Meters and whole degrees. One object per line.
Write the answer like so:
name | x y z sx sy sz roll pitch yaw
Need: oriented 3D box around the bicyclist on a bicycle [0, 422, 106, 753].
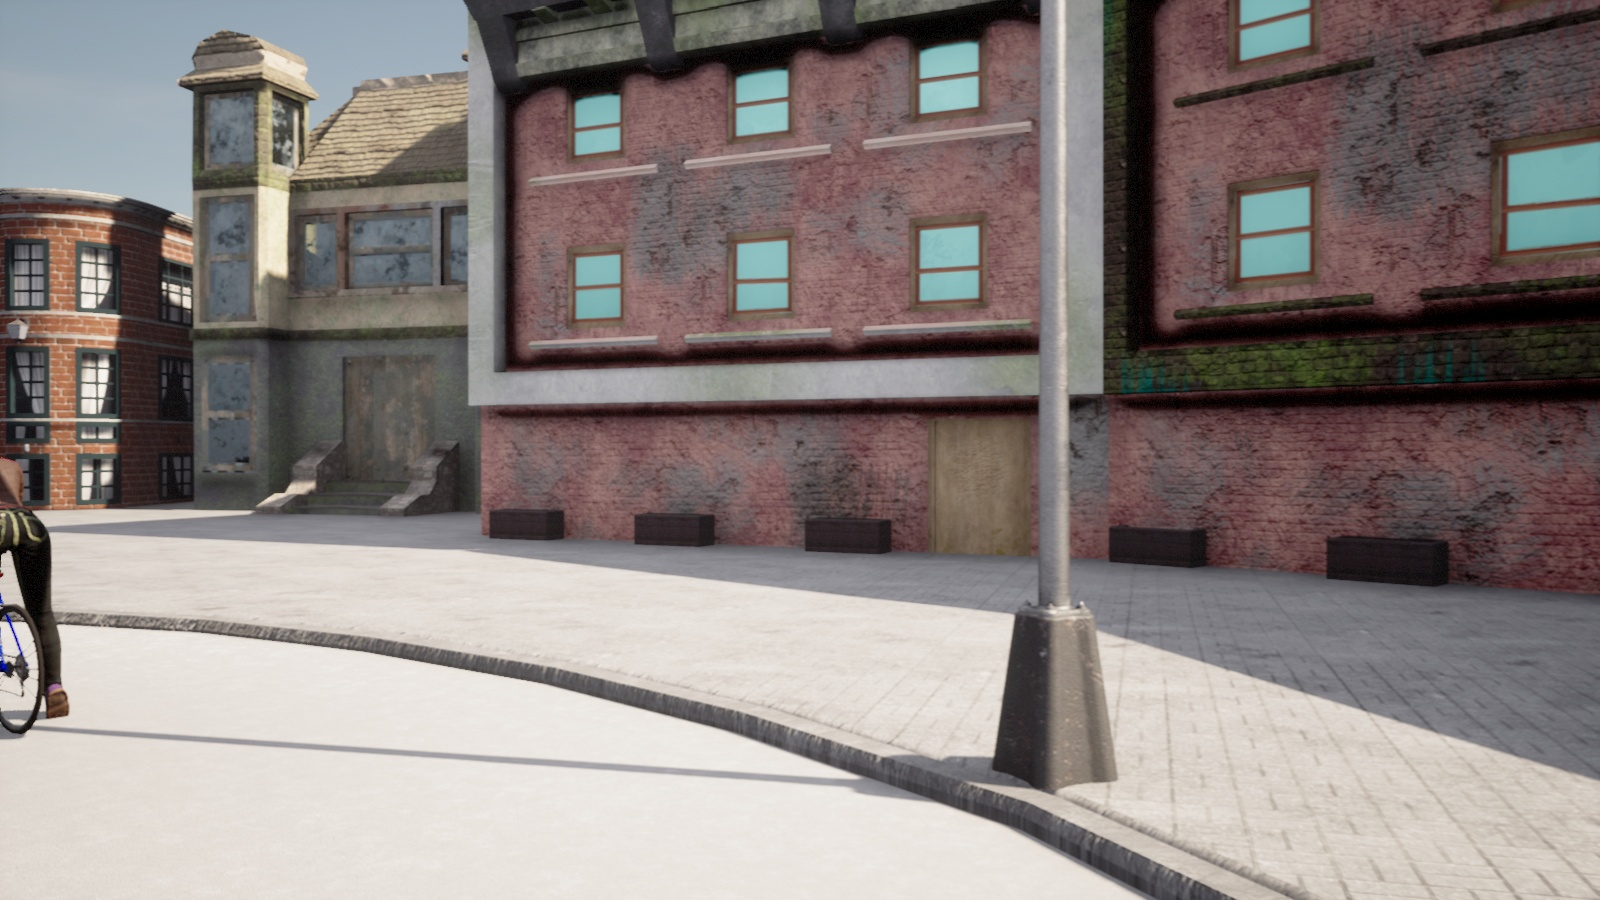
bicyclist on a bicycle | -4.452 0.673 6.814 1.656 1.620 0.582 0 0 38
